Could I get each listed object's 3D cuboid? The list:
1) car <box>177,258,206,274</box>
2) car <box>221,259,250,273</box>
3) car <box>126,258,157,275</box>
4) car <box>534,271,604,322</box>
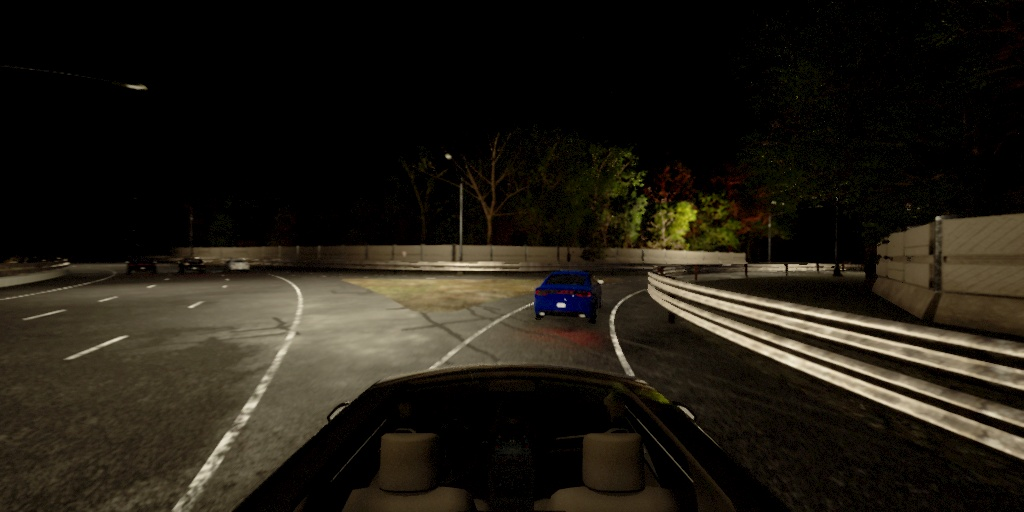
[{"bbox_3d":[-32.023,0.958,35.892,4.902,1.511,2.128,1,0,44],"label":"car"},{"bbox_3d":[-29.276,1.019,38.097,4.674,1.442,1.812,1,0,45],"label":"car"},{"bbox_3d":[-35.058,0.914,33.973,5.008,1.535,1.882,1,0,43],"label":"car"},{"bbox_3d":[2.113,1.253,12.606,1.882,1.535,5.008,0,0,17],"label":"car"}]
